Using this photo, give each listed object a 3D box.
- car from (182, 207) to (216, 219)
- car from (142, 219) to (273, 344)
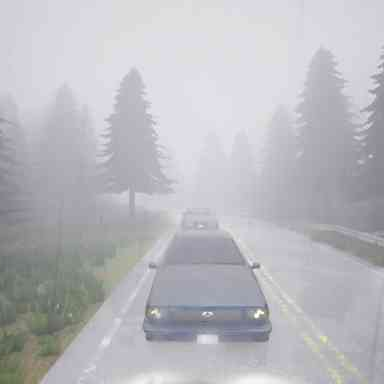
[{"bbox_3d":[0.386,1.584,19.135,1.994,1.385,4.181,0,0,-2],"label":"car"},{"bbox_3d":[0.243,1.557,7.050,2.033,1.411,5.357,0,0,1],"label":"car"}]
